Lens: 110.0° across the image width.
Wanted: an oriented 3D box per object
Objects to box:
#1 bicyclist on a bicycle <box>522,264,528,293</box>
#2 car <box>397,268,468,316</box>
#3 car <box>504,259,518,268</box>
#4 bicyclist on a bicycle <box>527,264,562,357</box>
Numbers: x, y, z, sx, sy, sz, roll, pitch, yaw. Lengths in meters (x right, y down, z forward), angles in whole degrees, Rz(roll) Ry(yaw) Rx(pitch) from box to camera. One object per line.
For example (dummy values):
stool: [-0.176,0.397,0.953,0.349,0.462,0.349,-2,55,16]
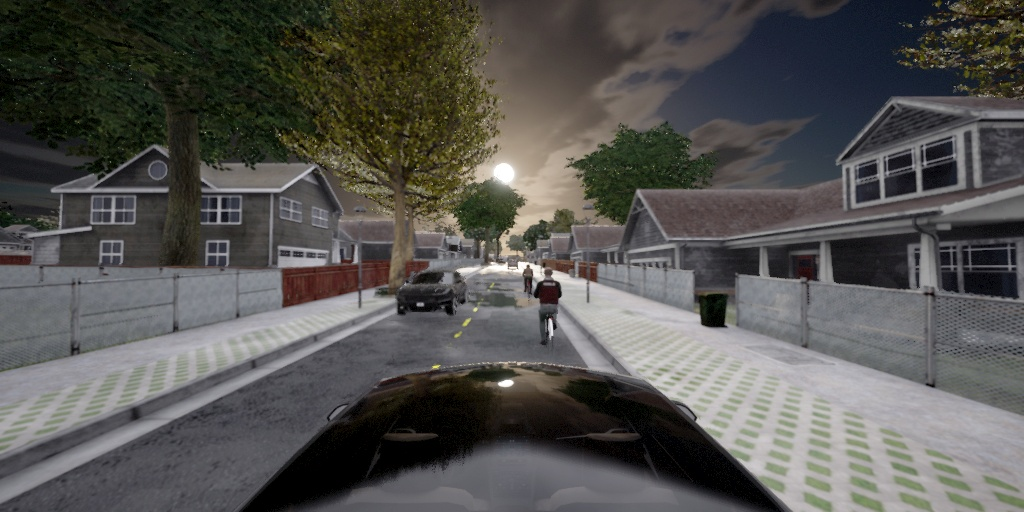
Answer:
bicyclist on a bicycle: [0.769,1.221,16.934,0.582,1.620,1.656,0,0,0]
car: [-2.843,1.241,13.643,1.882,1.535,5.008,0,0,0]
car: [0.137,1.360,61.733,2.128,1.511,4.902,0,0,0]
bicyclist on a bicycle: [0.762,1.126,7.706,0.659,1.776,1.843,0,0,0]
